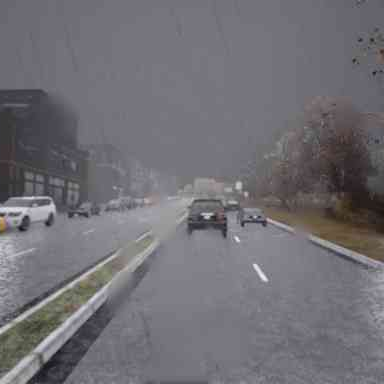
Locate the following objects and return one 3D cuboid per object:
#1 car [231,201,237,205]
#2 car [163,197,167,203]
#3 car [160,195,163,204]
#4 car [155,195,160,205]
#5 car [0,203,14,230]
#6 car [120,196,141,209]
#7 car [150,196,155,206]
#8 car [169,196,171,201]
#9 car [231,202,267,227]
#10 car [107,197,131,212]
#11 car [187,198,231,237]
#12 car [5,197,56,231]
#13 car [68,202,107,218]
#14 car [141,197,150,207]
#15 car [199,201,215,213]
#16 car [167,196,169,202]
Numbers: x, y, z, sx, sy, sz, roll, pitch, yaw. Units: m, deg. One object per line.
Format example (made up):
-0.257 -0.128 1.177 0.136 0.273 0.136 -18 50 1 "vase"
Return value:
5.217 1.860 43.671 1.882 1.535 5.008 0 0 3 "car"
-8.397 1.851 82.131 2.435 2.045 5.566 0 0 2 "car"
-8.626 2.050 76.451 1.946 1.575 5.366 0 0 2 "car"
-8.839 1.882 71.148 2.185 1.767 4.553 0 0 2 "car"
-11.071 1.524 15.727 1.946 1.575 5.366 0 0 2 "car"
-9.725 1.565 49.134 2.435 2.045 5.566 0 0 2 "car"
-9.070 1.955 65.411 1.946 1.575 5.366 0 0 2 "car"
-7.946 2.201 93.329 2.231 1.521 4.892 0 0 2 "car"
4.388 1.773 25.087 2.033 1.411 5.357 0 0 3 "car"
-9.946 1.770 43.646 2.231 1.521 4.892 0 0 2 "car"
0.891 1.392 19.557 2.150 2.045 5.566 0 0 3 "car"
-10.834 1.326 21.532 2.435 2.045 5.566 0 0 2 "car"
-10.396 1.703 32.567 2.163 1.488 4.792 0 0 2 "car"
-9.402 1.899 58.547 2.231 1.521 4.892 0 0 3 "car"
1.928 1.931 42.804 1.994 1.385 4.181 0 0 3 "car"
-8.171 2.153 87.808 2.231 1.521 4.892 0 0 2 "car"
